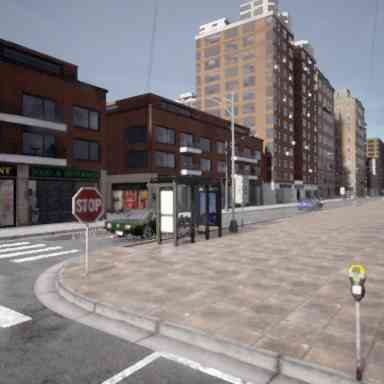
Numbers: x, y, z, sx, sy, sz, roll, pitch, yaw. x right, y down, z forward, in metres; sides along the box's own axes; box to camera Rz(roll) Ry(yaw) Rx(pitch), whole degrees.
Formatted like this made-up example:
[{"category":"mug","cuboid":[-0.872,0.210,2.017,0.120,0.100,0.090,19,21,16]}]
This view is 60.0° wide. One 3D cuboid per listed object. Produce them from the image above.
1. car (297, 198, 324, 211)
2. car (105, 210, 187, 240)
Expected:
[{"category":"car","cuboid":[14.059,1.454,39.267,2.033,1.411,5.357,0,0,35]},{"category":"car","cuboid":[-1.963,1.559,16.761,1.895,1.301,4.718,0,0,35]}]
